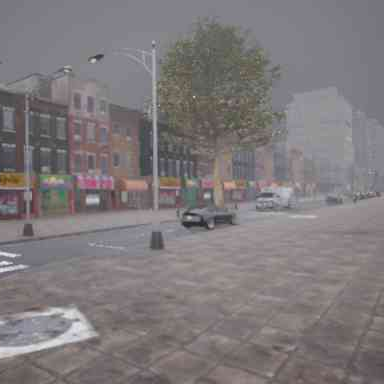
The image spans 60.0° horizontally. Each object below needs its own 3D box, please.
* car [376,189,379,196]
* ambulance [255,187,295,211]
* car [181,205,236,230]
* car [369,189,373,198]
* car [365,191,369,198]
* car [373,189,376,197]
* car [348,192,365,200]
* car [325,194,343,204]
[{"bbox_3d":[41.642,0.458,77.272,1.802,1.307,4.206,-1,0,35],"label":"car"},{"bbox_3d":[8.824,0.705,35.533,2.351,2.431,6.366,-2,0,35],"label":"ambulance"},{"bbox_3d":[1.051,1.425,19.958,1.947,1.339,4.313,-1,0,35],"label":"car"},{"bbox_3d":[35.397,0.594,68.454,1.947,1.339,4.313,-1,0,35],"label":"car"},{"bbox_3d":[32.275,0.670,64.045,1.947,1.339,4.313,-1,0,35],"label":"car"},{"bbox_3d":[38.617,0.475,73.001,1.752,1.417,4.829,-1,0,35],"label":"car"},{"bbox_3d":[29.152,0.731,59.636,2.008,1.369,4.403,-1,0,35],"label":"car"},{"bbox_3d":[19.785,0.957,46.410,2.008,1.369,4.403,-1,0,35],"label":"car"}]
